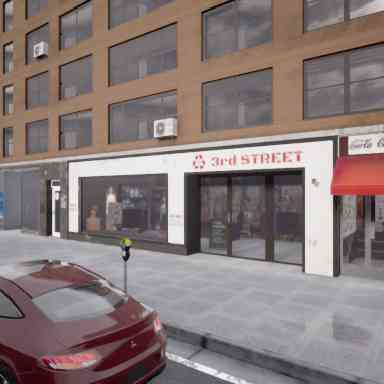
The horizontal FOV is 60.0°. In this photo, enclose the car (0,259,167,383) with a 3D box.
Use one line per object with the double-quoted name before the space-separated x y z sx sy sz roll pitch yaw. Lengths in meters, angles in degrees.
"car" -2.217 1.582 4.395 4.206 1.307 1.802 0 0 36
